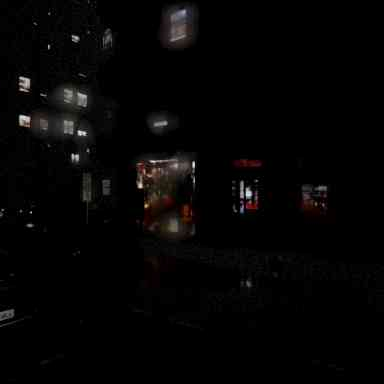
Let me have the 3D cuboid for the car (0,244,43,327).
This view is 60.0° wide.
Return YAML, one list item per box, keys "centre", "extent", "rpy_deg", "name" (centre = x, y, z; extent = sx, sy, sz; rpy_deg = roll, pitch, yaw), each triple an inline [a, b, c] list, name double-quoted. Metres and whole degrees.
- centre: [-4.480, 1.551, 6.082]
  extent: [4.403, 1.369, 2.008]
  rpy_deg: [0, 0, 36]
  name: "car"

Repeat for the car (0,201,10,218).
- centre: [-14.013, 1.350, 26.106]
  extent: [2.008, 1.369, 4.403]
  rpy_deg: [1, 1, 35]
  name: "car"

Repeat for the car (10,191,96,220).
- centre: [-10.763, 0.994, 26.253]
  extent: [2.150, 2.045, 5.566]
  rpy_deg: [0, 1, 35]
  name: "car"

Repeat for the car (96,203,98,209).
- centre: [-10.917, 1.250, 30.527]
  extent: [1.752, 1.417, 4.829]
  rpy_deg: [1, 1, 35]
  name: "car"
